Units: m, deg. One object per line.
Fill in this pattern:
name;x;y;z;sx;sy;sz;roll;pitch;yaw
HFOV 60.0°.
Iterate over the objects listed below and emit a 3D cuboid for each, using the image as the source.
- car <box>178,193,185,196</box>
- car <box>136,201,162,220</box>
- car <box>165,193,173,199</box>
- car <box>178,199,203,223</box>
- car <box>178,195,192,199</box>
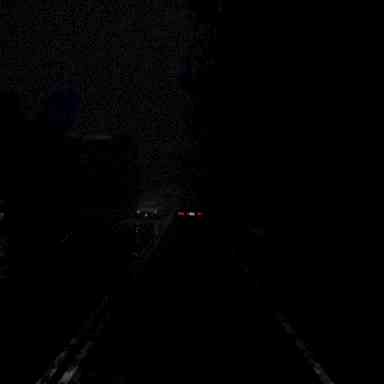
car;-2.555;1.013;84.988;1.895;1.301;4.718;0;1;-3
car;-3.594;1.521;28.231;1.812;1.442;4.674;0;0;-1
car;-5.959;1.076;87.552;2.033;1.411;5.357;0;1;-3
car;-0.122;1.547;25.272;2.033;1.411;5.357;0;0;-1
car;-0.519;1.517;42.790;2.033;1.411;5.357;0;0;-2
